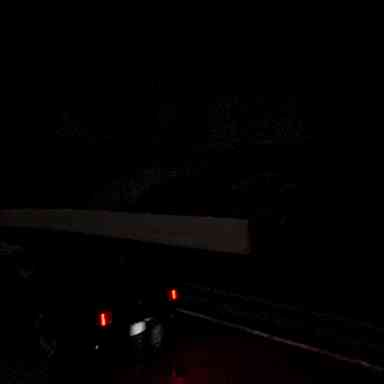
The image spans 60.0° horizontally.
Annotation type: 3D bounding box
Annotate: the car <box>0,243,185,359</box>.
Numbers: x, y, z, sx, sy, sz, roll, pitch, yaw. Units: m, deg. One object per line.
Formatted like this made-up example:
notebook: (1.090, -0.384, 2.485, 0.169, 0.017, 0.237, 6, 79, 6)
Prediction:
car: (-2.475, 1.614, 6.037, 4.718, 1.301, 1.895, 0, 0, 39)
